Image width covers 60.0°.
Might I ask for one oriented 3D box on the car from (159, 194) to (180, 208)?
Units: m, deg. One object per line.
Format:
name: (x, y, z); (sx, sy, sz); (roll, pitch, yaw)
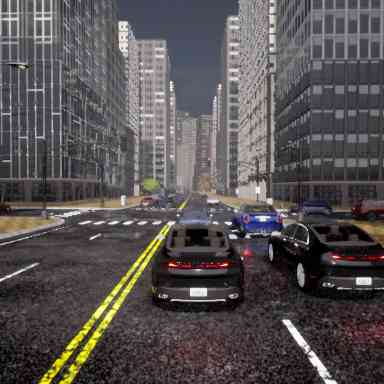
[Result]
car: (-3.210, 1.467, 48.261); (1.837, 1.490, 4.892); (0, 0, 0)

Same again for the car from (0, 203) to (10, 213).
car: (-20.028, 1.313, 31.783); (5.008, 1.535, 1.882); (1, 1, 1)

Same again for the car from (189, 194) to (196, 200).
car: (0.244, 1.380, 90.165); (1.882, 1.535, 5.008); (0, 0, 0)

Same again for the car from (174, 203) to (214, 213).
car: (0.148, 1.536, 17.785); (2.033, 1.411, 5.357); (0, 0, 0)

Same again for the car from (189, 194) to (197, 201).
car: (0.217, 1.444, 80.171); (1.812, 1.442, 4.674); (0, 0, 0)

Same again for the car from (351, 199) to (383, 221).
car: (16.277, 1.517, 28.496); (5.009, 1.841, 2.192); (1, 0, 1)

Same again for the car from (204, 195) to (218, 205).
car: (3.474, 1.553, 57.083); (1.895, 1.301, 4.718); (0, 0, 0)

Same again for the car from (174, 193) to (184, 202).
car: (-3.040, 1.148, 77.873); (2.150, 2.045, 5.566); (0, 0, 0)

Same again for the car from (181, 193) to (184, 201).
car: (-3.092, 1.463, 67.421); (1.812, 1.442, 4.674); (0, 0, 1)

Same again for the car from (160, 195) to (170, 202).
car: (-6.290, 1.447, 77.913); (1.812, 1.442, 4.674); (0, 0, 0)

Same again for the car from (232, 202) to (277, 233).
car: (3.397, 1.341, 18.019); (2.097, 1.767, 4.553); (0, 0, 0)

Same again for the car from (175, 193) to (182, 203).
car: (-3.178, 1.456, 57.600); (1.837, 1.490, 4.892); (0, 0, 0)

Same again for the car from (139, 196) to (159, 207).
car: (-6.456, 1.487, 49.034); (1.812, 1.442, 4.674); (0, 0, 2)

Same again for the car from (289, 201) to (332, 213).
car: (12.176, 1.636, 34.291); (4.181, 1.385, 1.994); (0, 1, 0)

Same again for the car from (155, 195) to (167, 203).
car: (-6.336, 1.415, 67.643); (1.882, 1.535, 5.008); (0, 0, 0)

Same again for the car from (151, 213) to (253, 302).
car: (0.120, 1.500, 8.230); (1.837, 1.490, 4.892); (0, 0, 0)

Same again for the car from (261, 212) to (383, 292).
car: (3.374, 1.500, 8.936); (1.837, 1.490, 4.892); (0, 0, 0)

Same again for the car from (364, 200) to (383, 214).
car: (21.909, 1.640, 36.767); (4.829, 1.417, 1.752); (1, 0, 1)

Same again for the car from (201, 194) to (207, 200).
car: (3.495, 1.401, 90.808); (1.837, 1.490, 4.892); (0, 0, 0)
